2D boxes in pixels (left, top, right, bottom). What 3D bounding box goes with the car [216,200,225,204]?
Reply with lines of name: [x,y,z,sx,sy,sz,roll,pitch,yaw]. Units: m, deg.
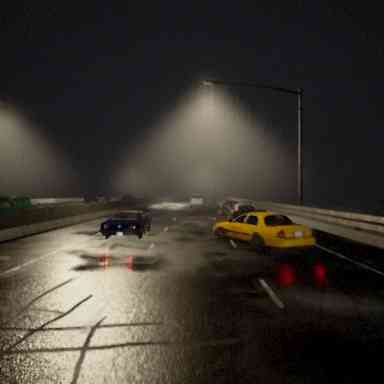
car: [3.874,1.616,34.620,1.837,1.490,4.892,0,0,1]

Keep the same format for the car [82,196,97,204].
car: [-19.750,1.595,64.714,2.097,1.767,4.553,0,0,2]

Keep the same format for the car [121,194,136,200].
car: [-12.685,1.510,66.343,2.150,2.045,5.566,0,0,2]

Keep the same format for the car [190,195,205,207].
car: [0.859,1.423,53.915,2.150,2.045,5.566,0,0,2]

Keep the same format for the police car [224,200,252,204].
police car: [3.682,1.497,23.809,1.930,1.638,5.238,0,0,1]

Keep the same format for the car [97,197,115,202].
car: [-16.268,1.767,64.267,1.812,1.442,4.674,0,0,2]

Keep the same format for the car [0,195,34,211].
car: [-13.900,1.290,24.725,2.150,2.045,5.566,0,0,1]

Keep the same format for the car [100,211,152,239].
car: [-3.292,1.650,17.549,1.895,1.301,4.718,0,0,1]

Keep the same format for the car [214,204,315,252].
car: [2.744,1.495,14.155,1.801,1.575,5.366,0,0,-24]
